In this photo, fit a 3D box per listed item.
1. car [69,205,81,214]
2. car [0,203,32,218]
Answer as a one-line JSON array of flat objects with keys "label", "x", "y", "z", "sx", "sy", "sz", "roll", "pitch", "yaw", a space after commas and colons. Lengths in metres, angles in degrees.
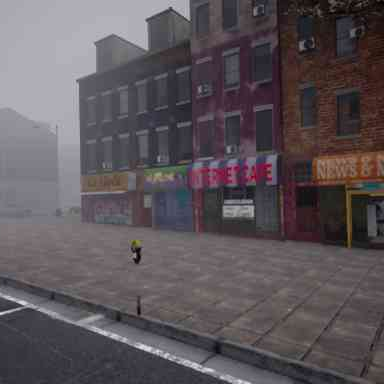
[{"label": "car", "x": -10.756, "y": 1.608, "z": 36.514, "sx": 2.033, "sy": 1.411, "sz": 5.357, "roll": -2, "pitch": -1, "yaw": 35}, {"label": "car", "x": -16.208, "y": 1.630, "z": 28.922, "sx": 1.994, "sy": 1.385, "sz": 4.181, "roll": -2, "pitch": -1, "yaw": 36}]
